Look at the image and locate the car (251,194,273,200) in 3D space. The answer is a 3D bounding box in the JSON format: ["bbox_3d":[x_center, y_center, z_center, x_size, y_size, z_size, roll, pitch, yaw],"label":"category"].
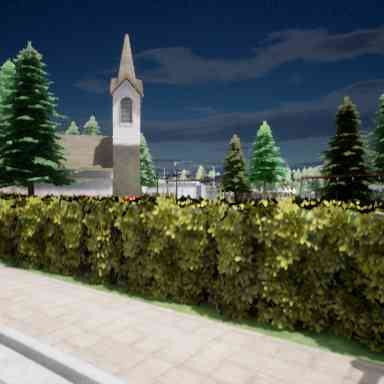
[{"bbox_3d":[16.252,1.325,79.702,4.514,1.523,2.007,0,0,35],"label":"car"}]

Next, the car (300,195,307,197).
[{"bbox_3d":[31.100,1.306,87.583,3.633,1.501,1.845,0,0,35],"label":"car"}]

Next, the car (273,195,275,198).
[{"bbox_3d":[18.012,1.316,82.299,5.027,1.636,2.152,0,0,35],"label":"car"}]
